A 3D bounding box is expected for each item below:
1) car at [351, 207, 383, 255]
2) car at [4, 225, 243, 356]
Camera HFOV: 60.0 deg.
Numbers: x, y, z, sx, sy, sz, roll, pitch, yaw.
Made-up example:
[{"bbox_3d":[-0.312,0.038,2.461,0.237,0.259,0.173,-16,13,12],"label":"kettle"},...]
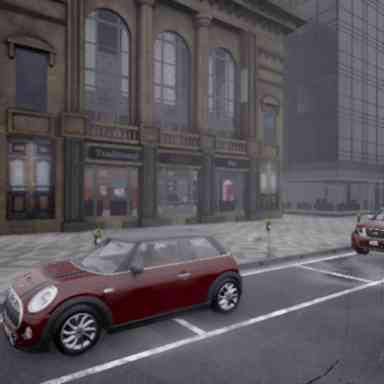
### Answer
[{"bbox_3d":[8.114,1.402,12.568,5.009,1.841,2.192,0,0,-36],"label":"car"},{"bbox_3d":[-1.063,1.456,6.009,4.097,1.590,1.967,0,0,-36],"label":"car"}]
